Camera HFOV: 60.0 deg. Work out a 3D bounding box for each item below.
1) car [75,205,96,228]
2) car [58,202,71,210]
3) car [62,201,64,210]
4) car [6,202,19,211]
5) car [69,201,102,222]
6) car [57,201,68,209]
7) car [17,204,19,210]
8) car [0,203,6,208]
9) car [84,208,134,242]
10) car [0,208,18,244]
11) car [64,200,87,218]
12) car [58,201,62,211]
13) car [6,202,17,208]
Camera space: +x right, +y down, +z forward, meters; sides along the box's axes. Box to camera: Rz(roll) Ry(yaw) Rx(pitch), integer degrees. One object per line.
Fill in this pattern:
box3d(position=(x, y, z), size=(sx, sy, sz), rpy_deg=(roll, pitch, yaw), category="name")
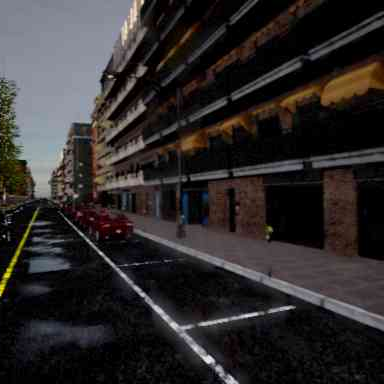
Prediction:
box3d(position=(-6.659, 1.833, 22.917), size=(1.887, 1.381, 4.507), rpy_deg=(-1, 0, -24), category="car")
box3d(position=(-22.672, 2.417, 58.924), size=(1.947, 1.339, 4.313), rpy_deg=(-1, 0, -24), category="car")
box3d(position=(-13.524, 1.966, 38.349), size=(1.967, 1.590, 4.097), rpy_deg=(-1, 0, -24), category="car")
box3d(position=(-32.548, 2.553, 60.505), size=(1.752, 1.417, 4.829), rpy_deg=(-1, 0, -24), category="car")
box3d(position=(-8.948, 1.808, 28.061), size=(1.967, 1.590, 4.097), rpy_deg=(-1, 0, -24), category="car")
box3d(position=(-25.031, 2.462, 64.224), size=(1.752, 1.417, 4.829), rpy_deg=(-1, 0, -24), category="car")
box3d(position=(-30.328, 2.497, 55.516), size=(2.008, 1.369, 4.403), rpy_deg=(-1, 0, -24), category="car")
box3d(position=(-21.178, 2.172, 34.941), size=(2.008, 1.369, 4.403), rpy_deg=(-1, 0, -24), category="car")
box3d(position=(-4.371, 1.755, 17.773), size=(1.887, 1.381, 4.507), rpy_deg=(-1, 0, -24), category="car")
box3d(position=(-10.367, 1.807, 17.252), size=(1.837, 1.490, 4.892), rpy_deg=(-1, 0, -24), category="car")
box3d(position=(-11.239, 1.762, 33.205), size=(2.192, 1.841, 5.009), rpy_deg=(-1, 0, -24), category="car")
box3d(position=(-20.387, 2.208, 53.780), size=(1.967, 1.590, 4.097), rpy_deg=(-1, 0, -24), category="car")
box3d(position=(-27.972, 2.387, 50.217), size=(1.752, 1.417, 4.829), rpy_deg=(-1, 0, -24), category="car")
